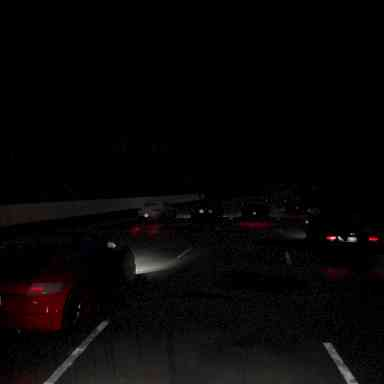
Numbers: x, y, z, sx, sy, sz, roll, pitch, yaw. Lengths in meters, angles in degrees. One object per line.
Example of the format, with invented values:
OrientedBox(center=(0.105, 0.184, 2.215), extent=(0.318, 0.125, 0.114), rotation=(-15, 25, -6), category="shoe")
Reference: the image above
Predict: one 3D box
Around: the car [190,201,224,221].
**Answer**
OrientedBox(center=(1.238, 1.361, 25.282), extent=(2.033, 1.411, 5.357), rotation=(0, 0, 13), category="car")

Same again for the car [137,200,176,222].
OrientedBox(center=(-2.529, 1.331, 24.527), extent=(1.812, 1.442, 4.674), rotation=(0, 0, 13), category="car")

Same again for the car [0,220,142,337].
OrientedBox(center=(-2.603, 1.502, 6.738), extent=(1.994, 1.385, 4.181), rotation=(0, 0, 8), category="car")

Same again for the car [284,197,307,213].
OrientedBox(center=(10.214, 1.270, 32.849), extent=(1.882, 1.535, 5.008), rotation=(0, 0, 13), category="car")

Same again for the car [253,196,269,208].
OrientedBox(center=(8.910, 1.240, 42.598), extent=(1.812, 1.442, 4.674), rotation=(0, 0, 13), category="car")

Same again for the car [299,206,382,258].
OrientedBox(center=(5.460, 1.473, 12.594), extent=(2.033, 1.411, 5.357), rotation=(0, 0, 13), category="car")

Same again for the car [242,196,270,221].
OrientedBox(center=(4.941, 1.303, 25.689), extent=(1.882, 1.535, 5.008), rotation=(0, 0, 13), category="car")
